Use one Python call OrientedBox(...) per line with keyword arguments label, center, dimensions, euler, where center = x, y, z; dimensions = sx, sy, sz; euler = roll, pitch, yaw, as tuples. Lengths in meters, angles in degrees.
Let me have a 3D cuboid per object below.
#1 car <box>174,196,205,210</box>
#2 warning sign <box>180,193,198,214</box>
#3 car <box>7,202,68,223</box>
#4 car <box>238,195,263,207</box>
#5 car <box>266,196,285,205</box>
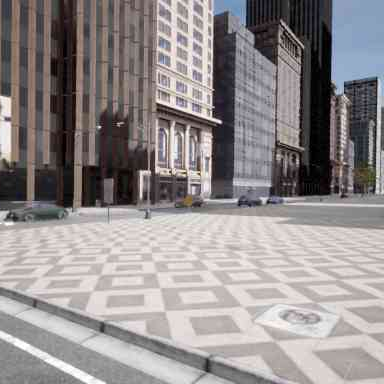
OrientedBox(label="car", center=(-0.231, 1.334, 40.800), dimensions=(1.837, 1.490, 4.892), euler=(1, 1, 35))
OrientedBox(label="warning sign", center=(-0.267, 1.077, 30.695), dimensions=(1.300, 1.860, 1.060), euler=(1, 1, 35))
OrientedBox(label="car", center=(-11.474, 1.469, 24.941), dimensions=(1.994, 1.385, 4.181), euler=(1, 1, 35))
OrientedBox(label="car", center=(8.345, 1.192, 47.474), dimensions=(2.097, 1.767, 4.553), euler=(1, 1, 36))
OrientedBox(label="car", center=(13.948, 1.362, 55.478), dimensions=(1.994, 1.385, 4.181), euler=(1, 1, 35))
